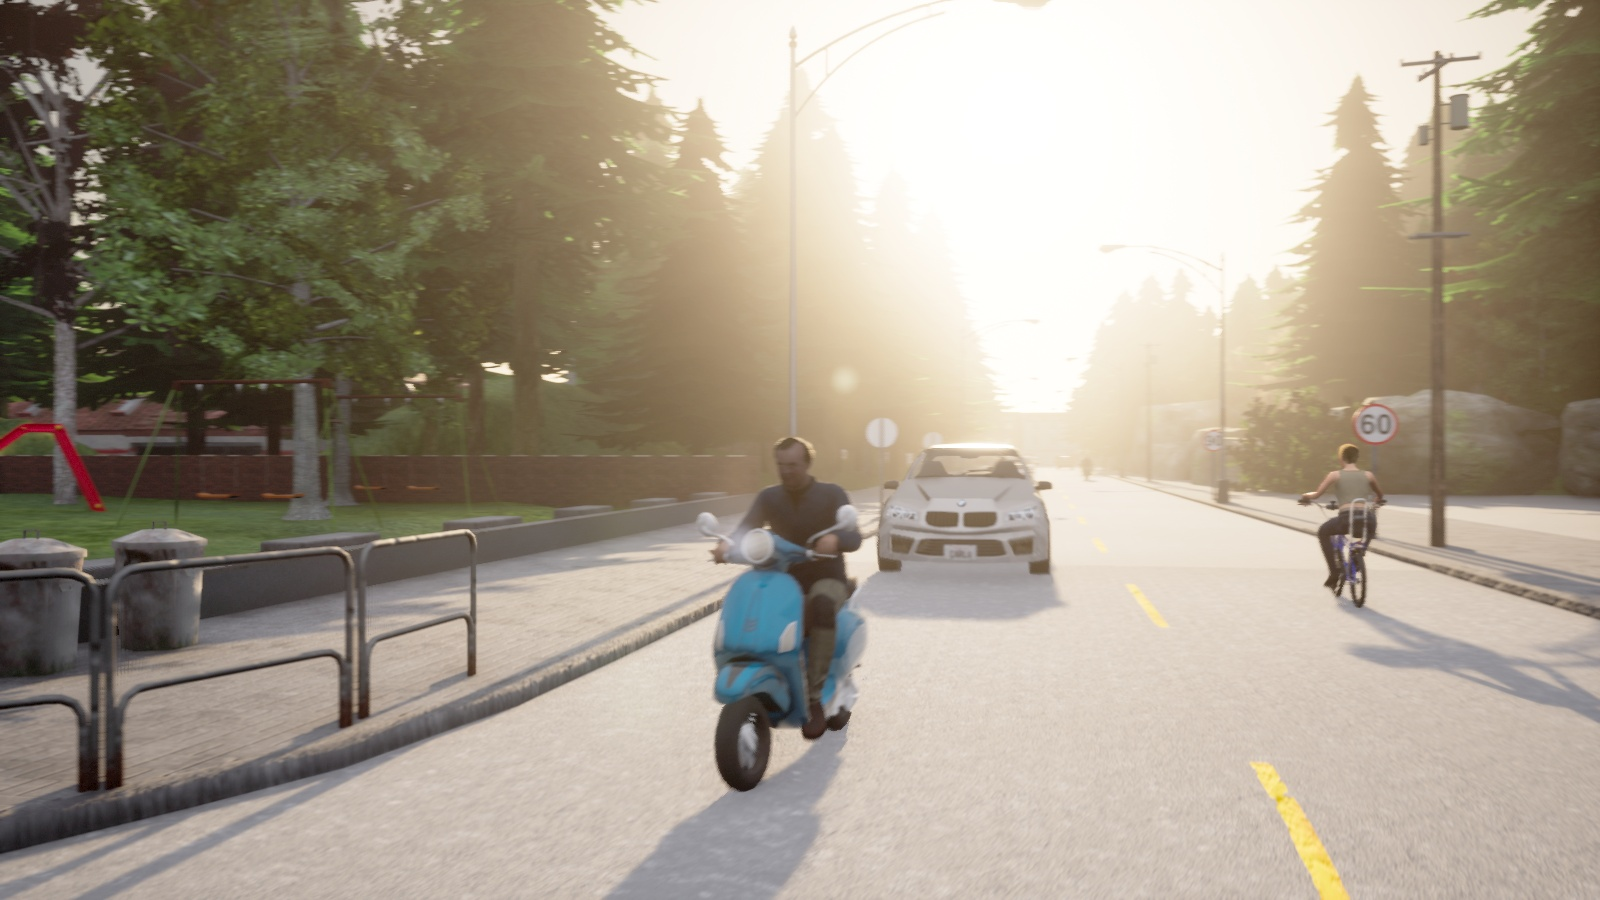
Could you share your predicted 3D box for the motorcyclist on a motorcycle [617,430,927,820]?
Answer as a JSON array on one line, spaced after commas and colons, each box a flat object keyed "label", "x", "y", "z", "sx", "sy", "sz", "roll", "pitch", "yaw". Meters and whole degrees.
[{"label": "motorcyclist on a motorcycle", "x": -0.051, "y": 0.727, "z": 6.132, "sx": 0.866, "sy": 1.590, "sz": 1.817, "roll": -2, "pitch": -1, "yaw": 20}]

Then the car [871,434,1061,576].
[{"label": "car", "x": 2.406, "y": 0.660, "z": 17.267, "sx": 2.242, "sy": 1.667, "sz": 4.611, "roll": 0, "pitch": 0, "yaw": 11}]

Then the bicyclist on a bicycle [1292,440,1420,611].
[{"label": "bicyclist on a bicycle", "x": 5.564, "y": 0.719, "z": 12.660, "sx": 0.866, "sy": 1.612, "sz": 1.509, "roll": 0, "pitch": 0, "yaw": 12}]
